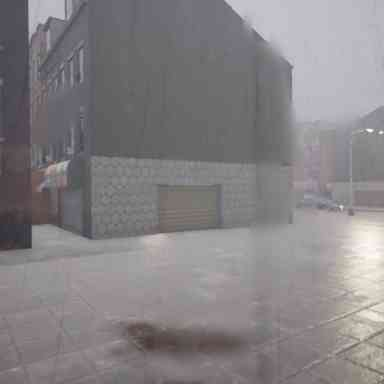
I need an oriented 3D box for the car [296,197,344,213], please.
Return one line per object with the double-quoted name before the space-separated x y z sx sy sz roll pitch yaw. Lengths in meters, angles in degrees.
"car" 13.076 1.304 34.169 2.128 1.511 4.902 -1 1 -35
